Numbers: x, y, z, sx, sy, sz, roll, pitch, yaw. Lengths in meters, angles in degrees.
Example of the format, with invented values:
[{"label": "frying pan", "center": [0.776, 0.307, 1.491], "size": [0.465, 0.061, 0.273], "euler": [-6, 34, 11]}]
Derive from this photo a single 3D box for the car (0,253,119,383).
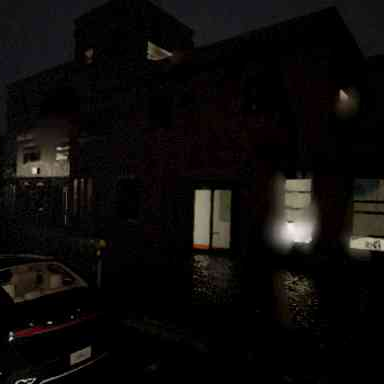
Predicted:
[{"label": "car", "center": [-2.994, 1.629, 5.134], "size": [4.403, 1.369, 2.008], "euler": [0, -1, 38]}]
